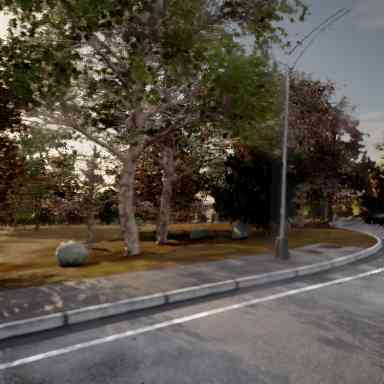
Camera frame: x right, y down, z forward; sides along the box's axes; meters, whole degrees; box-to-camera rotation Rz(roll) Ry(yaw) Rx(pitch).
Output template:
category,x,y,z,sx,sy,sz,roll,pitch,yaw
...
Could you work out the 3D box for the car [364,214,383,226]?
category,x,y,z,sx,sy,sz,roll,pitch,yaw
car,22.587,3.299,39.827,4.718,1.301,1.895,4,-2,-37
